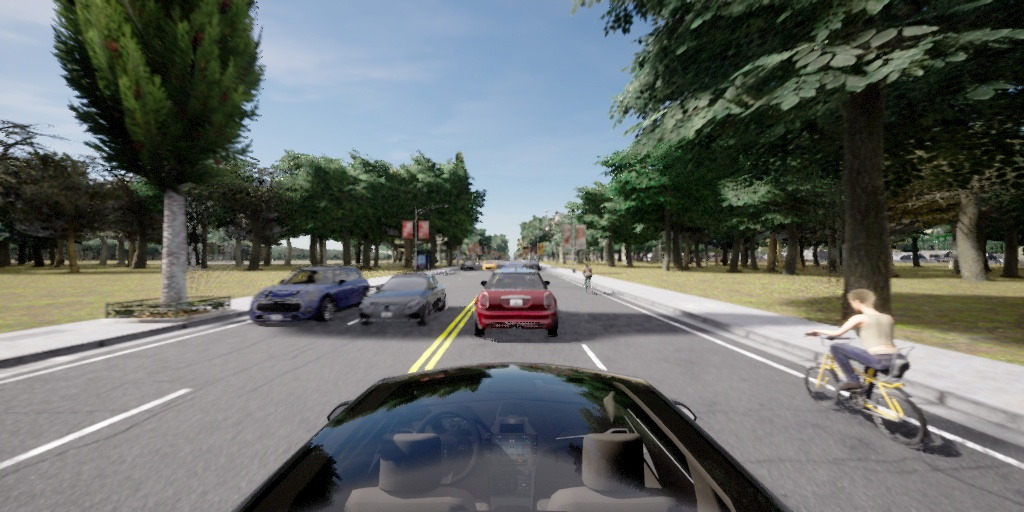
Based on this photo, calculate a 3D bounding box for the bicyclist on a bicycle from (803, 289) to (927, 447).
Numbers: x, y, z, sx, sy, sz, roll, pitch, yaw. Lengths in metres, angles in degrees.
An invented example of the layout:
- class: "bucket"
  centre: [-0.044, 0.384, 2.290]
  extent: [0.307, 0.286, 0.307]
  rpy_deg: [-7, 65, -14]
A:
- class: "bicyclist on a bicycle"
  centre: [4.125, 1.199, 4.308]
  extent: [0.866, 1.612, 1.509]
  rpy_deg: [0, 0, 0]

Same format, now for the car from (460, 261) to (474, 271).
- class: "car"
  centre: [-6.535, 1.448, 53.469]
  extent: [1.882, 1.535, 5.008]
  rpy_deg: [0, 0, 0]

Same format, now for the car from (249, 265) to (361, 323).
- class: "car"
  centre: [-6.594, 1.145, 12.302]
  extent: [2.097, 1.767, 4.553]
  rpy_deg: [0, 0, 0]

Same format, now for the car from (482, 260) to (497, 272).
- class: "car"
  centre: [-3.286, 1.447, 53.050]
  extent: [1.882, 1.535, 5.008]
  rpy_deg: [0, 0, 0]

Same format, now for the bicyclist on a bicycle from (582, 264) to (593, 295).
- class: "bicyclist on a bicycle"
  centre: [4.154, 1.280, 19.649]
  extent: [0.582, 1.620, 1.656]
  rpy_deg: [0, -1, 0]

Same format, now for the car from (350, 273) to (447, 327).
- class: "car"
  centre: [-3.345, 1.318, 11.891]
  extent: [1.812, 1.442, 4.674]
  rpy_deg: [0, 0, 0]

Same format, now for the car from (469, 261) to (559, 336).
- class: "car"
  centre: [0.105, 1.140, 10.681]
  extent: [2.097, 1.767, 4.553]
  rpy_deg: [0, 0, 0]
